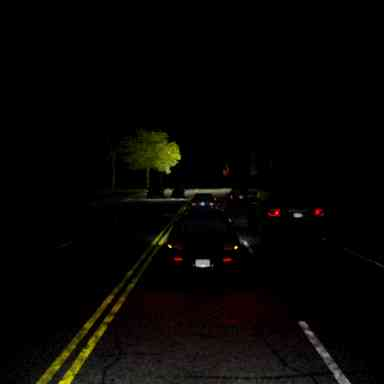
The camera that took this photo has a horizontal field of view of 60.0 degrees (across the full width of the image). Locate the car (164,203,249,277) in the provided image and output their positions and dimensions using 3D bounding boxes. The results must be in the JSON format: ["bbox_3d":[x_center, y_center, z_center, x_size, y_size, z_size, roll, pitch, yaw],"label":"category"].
[{"bbox_3d":[0.321,1.250,9.240,1.812,1.442,4.674,0,2,2],"label":"car"}]

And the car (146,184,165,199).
[{"bbox_3d":[-5.120,-0.180,47.400,2.150,2.045,5.566,0,1,2],"label":"car"}]

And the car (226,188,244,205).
[{"bbox_3d":[4.265,0.464,30.394,2.097,1.767,4.553,0,2,2],"label":"car"}]

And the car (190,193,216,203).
[{"bbox_3d":[0.830,0.802,25.299,2.033,1.411,5.357,0,2,2],"label":"car"}]

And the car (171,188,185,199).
[{"bbox_3d":[-1.892,0.170,46.800,2.033,1.411,5.357,0,2,2],"label":"car"}]

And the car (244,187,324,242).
[{"bbox_3d":[3.754,0.812,14.147,2.150,2.045,5.566,0,2,2],"label":"car"}]
